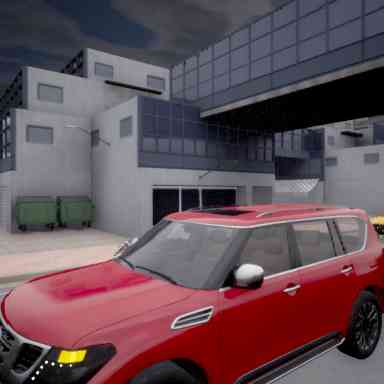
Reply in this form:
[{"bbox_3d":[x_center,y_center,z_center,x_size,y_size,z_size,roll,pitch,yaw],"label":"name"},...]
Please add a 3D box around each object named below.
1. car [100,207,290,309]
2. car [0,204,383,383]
[{"bbox_3d":[0.222,1.352,8.557,4.553,1.767,2.097,0,0,-37],"label":"car"},{"bbox_3d":[0.505,1.221,4.382,5.566,2.045,2.150,0,0,-37],"label":"car"}]
